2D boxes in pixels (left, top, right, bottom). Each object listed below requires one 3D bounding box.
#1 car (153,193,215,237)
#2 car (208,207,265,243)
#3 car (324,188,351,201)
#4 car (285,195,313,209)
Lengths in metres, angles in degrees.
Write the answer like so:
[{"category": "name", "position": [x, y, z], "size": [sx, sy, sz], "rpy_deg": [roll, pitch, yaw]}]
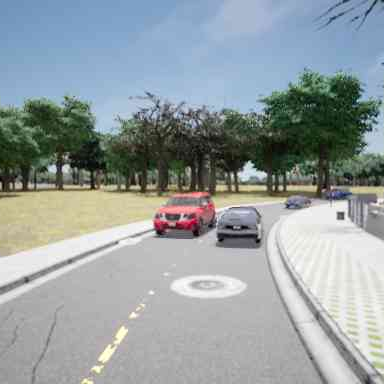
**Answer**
[{"category": "car", "position": [-0.188, 1.077, 17.575], "size": [2.150, 2.045, 5.566], "rpy_deg": [0, 1, 15]}, {"category": "car", "position": [2.347, 1.412, 15.496], "size": [2.033, 1.411, 5.357], "rpy_deg": [0, 1, 13]}, {"category": "car", "position": [24.034, 0.346, 54.784], "size": [5.566, 2.045, 2.150], "rpy_deg": [-1, 0, -39]}, {"category": "car", "position": [12.002, 1.063, 37.297], "size": [2.033, 1.411, 5.357], "rpy_deg": [0, 1, 34]}]
